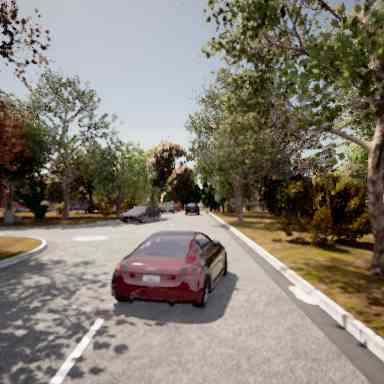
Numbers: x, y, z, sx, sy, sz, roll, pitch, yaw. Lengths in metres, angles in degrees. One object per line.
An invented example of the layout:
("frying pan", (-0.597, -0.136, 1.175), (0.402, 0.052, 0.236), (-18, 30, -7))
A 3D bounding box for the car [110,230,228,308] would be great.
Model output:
("car", (-0.306, 1.626, 8.218), (1.994, 1.385, 4.181), (0, -1, 13))

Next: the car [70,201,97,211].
("car", (-18.877, 2.827, 59.875), (5.357, 1.411, 2.033), (0, -2, -3))

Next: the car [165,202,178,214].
("car", (-3.482, 2.399, 48.268), (2.128, 1.511, 4.902), (0, -1, -5))

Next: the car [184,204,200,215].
("car", (-0.013, 2.311, 45.301), (1.882, 1.535, 5.008), (0, -2, -2))

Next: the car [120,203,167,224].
("car", (-4.393, 1.978, 29.629), (2.033, 1.411, 5.357), (-1, -1, 16))

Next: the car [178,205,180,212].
("car", (-4.148, 2.587, 58.519), (2.097, 1.767, 4.553), (2, -3, -39))
